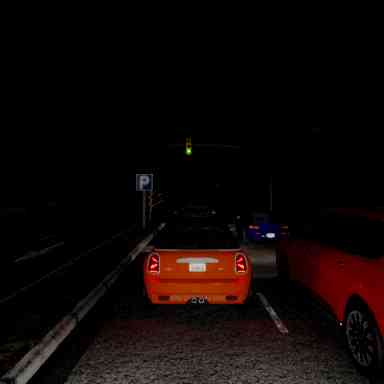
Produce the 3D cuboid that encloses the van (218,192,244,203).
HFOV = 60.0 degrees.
[{"bbox_3d":[7.152,1.036,62.928,4.442,1.987,1.878,1,0,-14],"label":"van"}]

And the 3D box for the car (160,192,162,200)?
[{"bbox_3d":[-9.798,1.352,75.248,4.674,1.452,2.002,-1,0,-13],"label":"car"}]

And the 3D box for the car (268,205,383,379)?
[{"bbox_3d":[3.099,1.229,5.659,2.150,2.045,5.566,0,0,-1],"label":"car"}]

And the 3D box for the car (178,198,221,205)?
[{"bbox_3d":[0.142,1.376,16.821,2.097,1.767,4.553,0,0,0],"label":"car"}]

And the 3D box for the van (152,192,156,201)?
[{"bbox_3d":[-10.386,1.086,69.280,4.442,1.987,1.878,-1,0,-14],"label":"van"}]

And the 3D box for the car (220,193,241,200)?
[{"bbox_3d":[9.289,1.121,80.602,4.553,1.767,2.185,1,0,-12],"label":"car"}]

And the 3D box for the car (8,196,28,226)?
[{"bbox_3d":[-13.673,1.400,22.483,4.553,1.767,2.185,-1,0,-19],"label":"car"}]

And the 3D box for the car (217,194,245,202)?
[{"bbox_3d":[8.059,1.257,68.893,5.366,1.575,1.946,1,0,-13],"label":"car"}]

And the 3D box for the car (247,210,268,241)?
[{"bbox_3d":[3.131,1.547,15.459,1.812,1.442,4.674,0,0,0],"label":"car"}]

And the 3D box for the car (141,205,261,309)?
[{"bbox_3d":[0.101,1.363,8.049,2.097,1.767,4.553,0,0,0],"label":"car"}]

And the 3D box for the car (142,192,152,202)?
[{"bbox_3d":[-10.932,1.309,63.287,5.366,1.575,1.946,-1,0,-15],"label":"car"}]

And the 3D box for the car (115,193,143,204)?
[{"bbox_3d":[-11.570,1.352,60.294,4.792,1.488,2.163,-1,0,-15],"label":"car"}]

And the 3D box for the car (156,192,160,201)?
[{"bbox_3d":[-10.164,1.314,72.252,4.892,1.521,2.231,-1,0,-14],"label":"car"}]

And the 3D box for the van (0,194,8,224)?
[{"bbox_3d":[-13.642,1.294,19.505,4.442,1.987,1.878,-1,0,-20],"label":"van"}]

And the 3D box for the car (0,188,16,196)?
[{"bbox_3d":[-28.272,0.132,51.126,2.002,1.452,4.674,6,-3,-20],"label":"car"}]

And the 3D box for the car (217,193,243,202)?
[{"bbox_3d":[7.529,1.135,65.898,4.553,1.767,2.185,1,0,-14],"label":"car"}]

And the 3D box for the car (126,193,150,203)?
[{"bbox_3d":[-10.845,1.189,66.239,4.553,1.767,2.185,-1,0,-14],"label":"car"}]

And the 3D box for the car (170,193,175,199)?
[{"bbox_3d":[-8.186,1.057,87.241,5.566,2.045,2.435,-1,0,-12],"label":"car"}]

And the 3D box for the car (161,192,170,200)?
[{"bbox_3d":[-8.630,1.349,84.234,4.674,1.452,2.002,-1,0,-12],"label":"car"}]
